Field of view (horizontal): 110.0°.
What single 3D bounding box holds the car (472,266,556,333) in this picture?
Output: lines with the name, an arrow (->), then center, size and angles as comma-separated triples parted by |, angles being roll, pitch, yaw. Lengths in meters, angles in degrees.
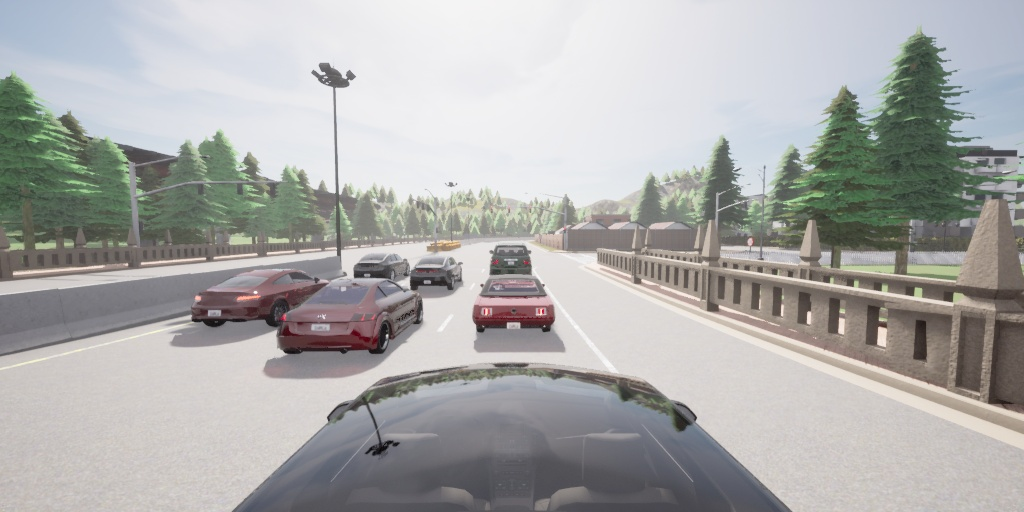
car -> 0.021, 1.175, 10.178 | 1.895, 1.301, 4.718 | 0, 2, -1

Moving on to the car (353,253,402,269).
car -> -7.080, 0.552, 19.874 | 1.837, 1.490, 4.892 | 0, 3, -1

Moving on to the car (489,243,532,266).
car -> -0.079, 0.274, 19.890 | 2.150, 2.045, 5.566 | 0, 3, -1

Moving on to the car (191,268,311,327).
car -> -6.985, 1.080, 10.681 | 1.812, 1.442, 4.674 | 0, 2, -1

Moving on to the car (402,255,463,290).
car -> -3.554, 0.703, 17.352 | 1.837, 1.490, 4.892 | 0, 3, -1

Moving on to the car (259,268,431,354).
car -> -3.466, 1.197, 8.477 | 1.994, 1.385, 4.181 | 0, 2, 0
